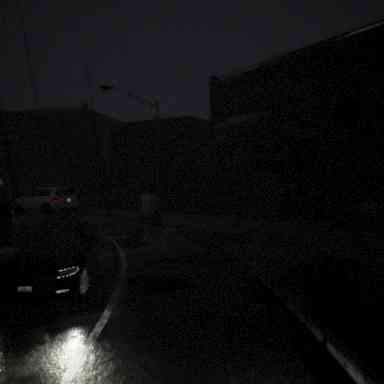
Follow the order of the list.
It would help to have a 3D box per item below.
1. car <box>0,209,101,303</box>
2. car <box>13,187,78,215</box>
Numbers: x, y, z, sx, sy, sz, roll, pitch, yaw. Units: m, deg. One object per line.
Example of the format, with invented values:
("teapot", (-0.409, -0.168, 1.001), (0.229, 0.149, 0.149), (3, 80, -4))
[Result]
("car", (-3.462, 1.455, 8.488), (1.882, 1.535, 5.008), (0, 1, -10))
("car", (-11.167, 0.694, 25.269), (5.566, 2.045, 2.150), (-1, 1, 30))
